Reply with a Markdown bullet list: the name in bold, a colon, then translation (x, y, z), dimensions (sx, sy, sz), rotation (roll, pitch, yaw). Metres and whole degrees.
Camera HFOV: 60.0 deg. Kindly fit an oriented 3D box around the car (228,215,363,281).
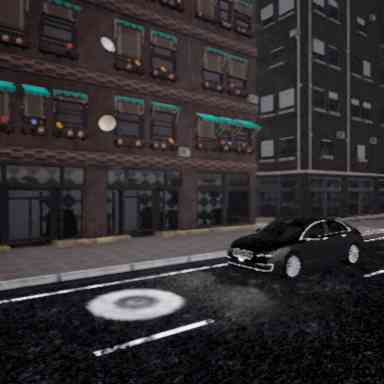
- **car**: translation (3.245, 1.501, 9.991), dimensions (4.892, 1.490, 1.837), rotation (0, 0, -35)
